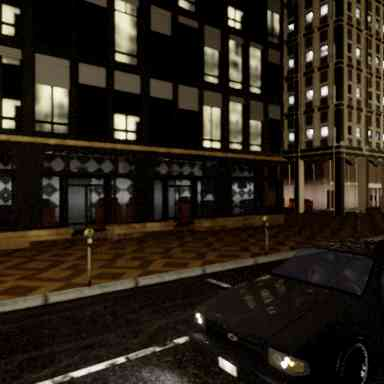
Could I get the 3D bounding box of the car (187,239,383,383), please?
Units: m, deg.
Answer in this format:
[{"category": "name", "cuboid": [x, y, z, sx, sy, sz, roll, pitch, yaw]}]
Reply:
[{"category": "car", "cuboid": [2.557, 1.511, 5.201, 5.357, 1.411, 2.033, 0, 0, -35]}]
